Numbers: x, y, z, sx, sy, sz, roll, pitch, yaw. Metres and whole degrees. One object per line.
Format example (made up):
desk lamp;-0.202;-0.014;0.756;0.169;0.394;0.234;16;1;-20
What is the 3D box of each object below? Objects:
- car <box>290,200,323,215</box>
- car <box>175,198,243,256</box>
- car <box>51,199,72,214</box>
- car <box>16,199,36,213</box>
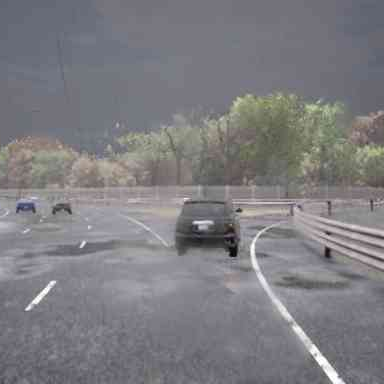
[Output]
car;11.633;1.574;33.739;1.812;1.442;4.674;-1;0;44
car;0.816;1.242;13.398;2.150;2.045;5.566;0;0;10
car;-14.099;1.561;35.981;1.837;1.490;4.892;0;0;-24
car;-19.227;1.539;38.487;1.882;1.535;5.008;0;0;-27
